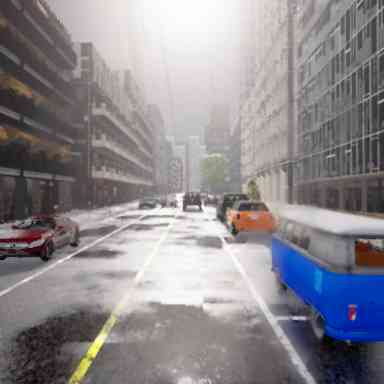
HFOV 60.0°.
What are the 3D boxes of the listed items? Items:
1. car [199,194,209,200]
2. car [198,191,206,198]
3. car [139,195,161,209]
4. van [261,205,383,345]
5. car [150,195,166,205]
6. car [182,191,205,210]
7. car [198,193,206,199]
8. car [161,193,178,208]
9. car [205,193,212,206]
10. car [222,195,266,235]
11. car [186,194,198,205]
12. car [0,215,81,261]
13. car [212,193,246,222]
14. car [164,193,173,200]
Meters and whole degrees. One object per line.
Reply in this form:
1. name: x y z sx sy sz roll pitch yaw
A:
1. car: 2.622 1.061 73.918 2.008 1.369 4.403 1 0 0
2. car: 2.671 0.720 90.871 2.192 1.841 5.009 1 0 0
3. car: -5.289 1.295 40.137 1.947 1.339 4.313 1 0 0
4. van: 2.582 1.298 6.089 1.690 1.788 3.998 1 0 0
5. car: -5.246 1.205 51.430 2.008 1.369 4.403 1 0 0
6. car: 0.071 0.959 38.438 2.150 2.045 5.566 0 0 1
7. car: 2.631 0.985 85.220 1.887 1.381 4.507 1 0 0
8. car: -2.815 1.209 41.761 2.128 1.511 4.902 0 0 0
9. car: 2.606 1.132 45.655 1.967 1.590 4.097 1 0 0
10. car: 3.000 1.229 17.989 2.097 1.767 4.553 0 0 0
11. car: 0.057 1.147 53.282 1.837 1.490 4.892 0 0 1
12. car: -5.297 1.500 11.905 1.802 1.307 4.206 1 0 0
13. car: 2.998 1.057 25.049 2.150 2.045 5.566 0 0 0
14. car: -5.225 1.036 73.845 1.752 1.417 4.829 1 0 0
